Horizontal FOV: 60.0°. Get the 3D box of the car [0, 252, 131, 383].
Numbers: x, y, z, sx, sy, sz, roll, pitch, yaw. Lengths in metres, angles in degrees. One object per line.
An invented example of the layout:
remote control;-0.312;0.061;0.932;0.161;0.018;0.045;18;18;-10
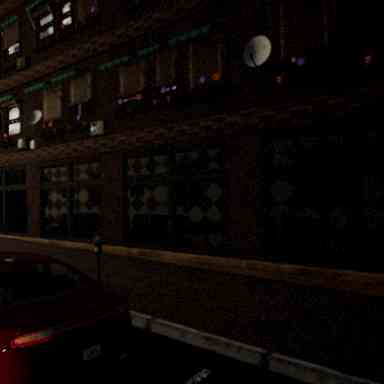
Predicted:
car;-2.858;1.546;4.784;4.507;1.381;1.887;0;-1;36
